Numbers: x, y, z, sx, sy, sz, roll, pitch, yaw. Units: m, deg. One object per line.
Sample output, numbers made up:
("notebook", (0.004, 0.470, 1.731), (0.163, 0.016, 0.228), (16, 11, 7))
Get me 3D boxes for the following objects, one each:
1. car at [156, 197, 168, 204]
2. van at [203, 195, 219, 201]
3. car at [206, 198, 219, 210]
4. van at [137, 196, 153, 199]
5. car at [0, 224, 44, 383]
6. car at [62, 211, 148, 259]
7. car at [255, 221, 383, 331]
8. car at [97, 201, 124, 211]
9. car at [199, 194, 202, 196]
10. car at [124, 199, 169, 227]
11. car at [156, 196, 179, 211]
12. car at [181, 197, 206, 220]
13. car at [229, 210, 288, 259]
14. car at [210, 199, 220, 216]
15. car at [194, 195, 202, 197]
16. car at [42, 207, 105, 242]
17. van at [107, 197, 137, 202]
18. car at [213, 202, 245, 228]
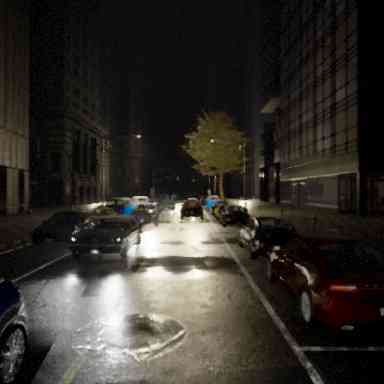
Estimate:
("car", (-5.798, 1.649, 64.298), (1.947, 1.339, 4.313), (0, 0, 0))
("van", (2.738, 1.391, 43.378), (1.690, 1.788, 3.998), (0, 0, 0))
("car", (2.744, 1.601, 32.800), (1.947, 1.339, 4.313), (0, 0, 0))
("van", (-5.784, 1.382, 37.233), (1.690, 1.788, 3.998), (0, 0, 0))
("car", (-3.092, 1.353, 2.233), (2.097, 1.767, 4.553), (0, 0, 0))
("car", (-3.095, 1.613, 12.879), (1.895, 1.301, 4.718), (0, 0, 0))
("car", (2.757, 1.551, 6.905), (1.887, 1.381, 4.507), (0, 0, 0))
("car", (-5.775, 1.546, 20.822), (1.752, 1.417, 4.829), (0, 0, 0))
("car", (2.729, 1.389, 59.245), (2.192, 1.841, 5.009), (0, 0, 0))
("car", (-3.066, 1.515, 23.209), (2.128, 1.511, 4.902), (0, 0, 0))
("car", (-3.031, 1.595, 41.962), (2.033, 1.411, 5.357), (0, 0, 0))
("car", (0.026, 1.508, 28.897), (1.882, 1.535, 5.008), (0, 0, 1))
("car", (2.755, 1.563, 12.349), (2.008, 1.369, 4.403), (0, 0, 0))
("car", (2.746, 1.554, 27.681), (1.752, 1.417, 4.829), (0, 0, 0))
("car", (0.058, 1.579, 46.088), (1.812, 1.442, 4.674), (0, 0, 0))
("car", (-5.772, 1.581, 15.579), (1.947, 1.339, 4.313), (0, 0, 0))
("van", (-5.778, 1.368, 26.405), (1.690, 1.788, 3.998), (0, 0, 0))
("car", (2.749, 1.573, 22.222), (2.008, 1.369, 4.403), (0, 0, 0))
